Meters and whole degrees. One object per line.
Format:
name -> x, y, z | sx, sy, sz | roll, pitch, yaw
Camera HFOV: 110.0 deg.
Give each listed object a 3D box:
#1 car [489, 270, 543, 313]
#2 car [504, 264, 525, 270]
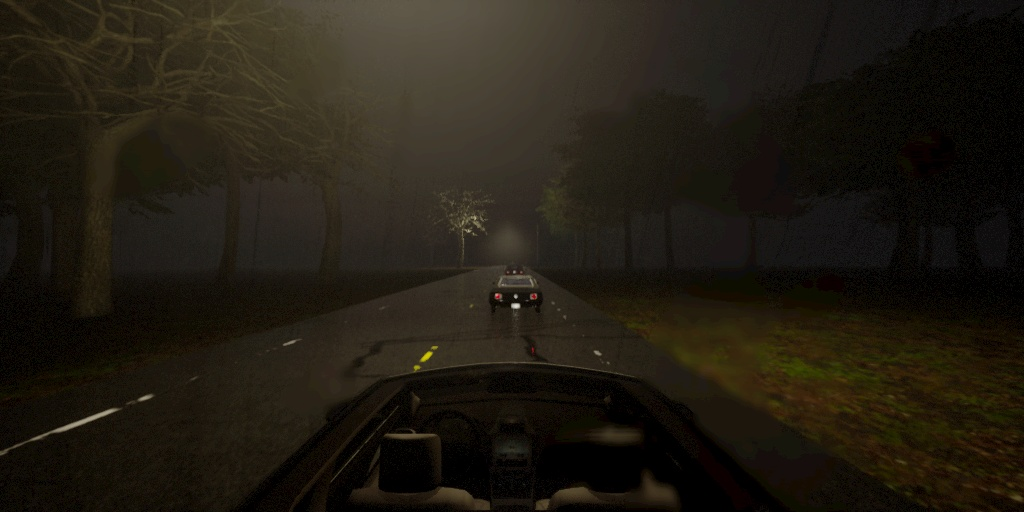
car -> 0.152, 1.430, 14.506 | 1.895, 1.301, 4.718 | 0, 0, 0
car -> 0.246, 1.517, 34.757 | 2.033, 1.411, 5.357 | 0, 0, 0
